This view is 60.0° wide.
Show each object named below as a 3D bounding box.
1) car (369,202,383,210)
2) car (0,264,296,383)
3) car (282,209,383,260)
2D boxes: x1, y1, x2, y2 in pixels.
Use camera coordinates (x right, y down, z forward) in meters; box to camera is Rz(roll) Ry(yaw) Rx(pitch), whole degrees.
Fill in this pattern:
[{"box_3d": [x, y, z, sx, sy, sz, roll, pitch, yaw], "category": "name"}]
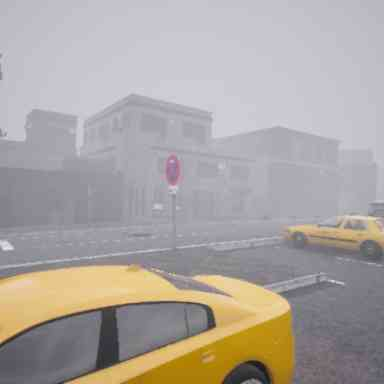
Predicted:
[{"box_3d": [8.542, 1.478, 14.444, 2.185, 1.767, 4.553, 1, -1, -36], "category": "car"}, {"box_3d": [-1.248, 1.479, 2.794, 5.008, 1.535, 1.882, 0, 0, -36], "category": "car"}, {"box_3d": [6.041, 1.562, 12.924, 1.946, 1.575, 5.366, 1, -1, -36], "category": "car"}]
